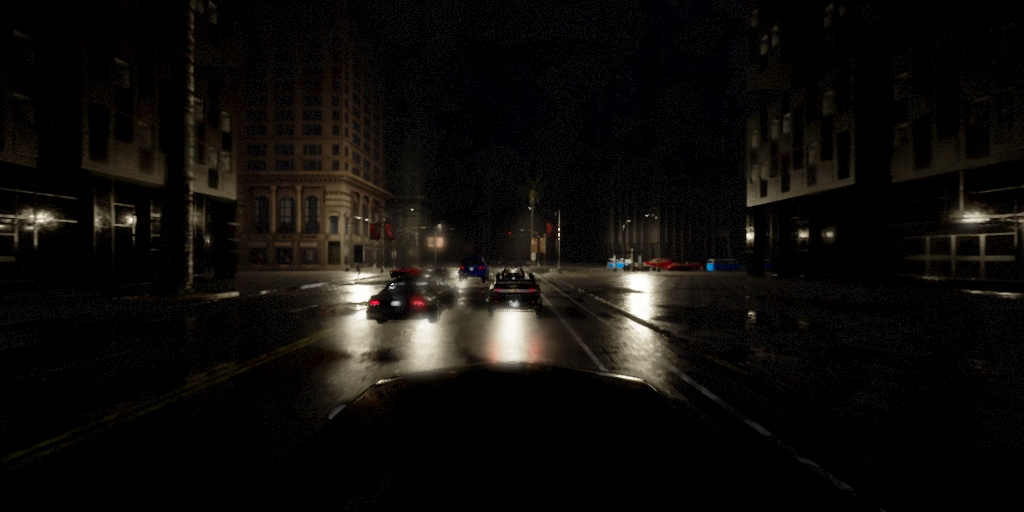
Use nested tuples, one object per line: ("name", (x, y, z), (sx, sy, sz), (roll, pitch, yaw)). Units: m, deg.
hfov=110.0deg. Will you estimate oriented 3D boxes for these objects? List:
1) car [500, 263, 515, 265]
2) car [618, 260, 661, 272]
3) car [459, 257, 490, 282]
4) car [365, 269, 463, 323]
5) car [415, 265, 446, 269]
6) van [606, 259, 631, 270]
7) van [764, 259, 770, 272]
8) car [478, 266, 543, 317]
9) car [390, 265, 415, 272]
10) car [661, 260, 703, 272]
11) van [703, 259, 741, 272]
("car", (0.084, 1.496, 30.109), (1.895, 1.301, 4.718), (0, 0, 0))
("car", (17.061, 1.537, 48.131), (4.403, 1.370, 2.007), (0, 0, 0))
("car", (-3.157, 1.118, 30.519), (2.150, 2.045, 5.566), (0, 0, 0))
("car", (-3.152, 1.351, 12.257), (2.033, 1.411, 5.357), (0, 0, 0))
("car", (-6.583, 1.464, 30.927), (1.994, 1.385, 4.181), (0, 0, 0))
("van", (17.055, 1.347, 56.656), (3.998, 1.789, 1.690), (0, 0, 0))
("van", (34.094, 1.318, 48.140), (3.998, 1.789, 1.690), (0, 0, 0))
("car", (0.095, 1.301, 13.459), (2.128, 1.511, 4.902), (0, 0, 0))
("car", (-9.822, 1.513, 33.510), (1.895, 1.301, 4.718), (0, 0, 0))
("car", (22.739, 1.565, 48.134), (4.207, 1.307, 1.802), (0, 0, 0))
("van", (28.417, 1.320, 48.137), (3.998, 1.789, 1.690), (0, 0, 0))
